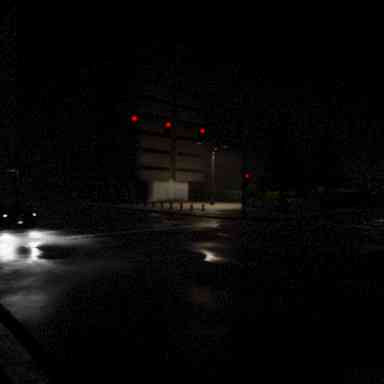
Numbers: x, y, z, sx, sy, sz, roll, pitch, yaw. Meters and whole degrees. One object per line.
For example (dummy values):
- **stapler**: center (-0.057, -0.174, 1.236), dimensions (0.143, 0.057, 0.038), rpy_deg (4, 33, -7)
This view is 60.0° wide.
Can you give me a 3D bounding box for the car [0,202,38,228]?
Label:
- **car**: center (-10.710, 1.303, 19.629), dimensions (1.895, 1.301, 4.718), rpy_deg (0, 1, -41)
